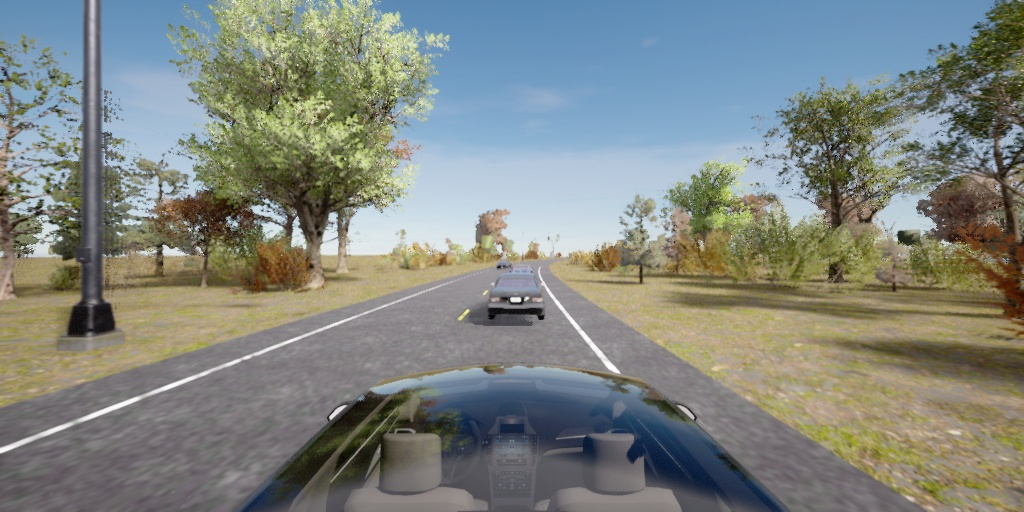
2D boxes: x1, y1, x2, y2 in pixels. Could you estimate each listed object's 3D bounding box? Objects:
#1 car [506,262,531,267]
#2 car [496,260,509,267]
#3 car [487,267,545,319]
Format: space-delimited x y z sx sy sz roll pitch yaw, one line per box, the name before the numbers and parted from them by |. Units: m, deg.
car | 0.811 1.347 30.046 1.895 1.301 4.718 0 0 3
car | -1.199 1.277 54.358 2.033 1.411 5.357 0 0 5
car | 0.187 1.297 12.774 2.033 1.411 5.357 0 0 2
